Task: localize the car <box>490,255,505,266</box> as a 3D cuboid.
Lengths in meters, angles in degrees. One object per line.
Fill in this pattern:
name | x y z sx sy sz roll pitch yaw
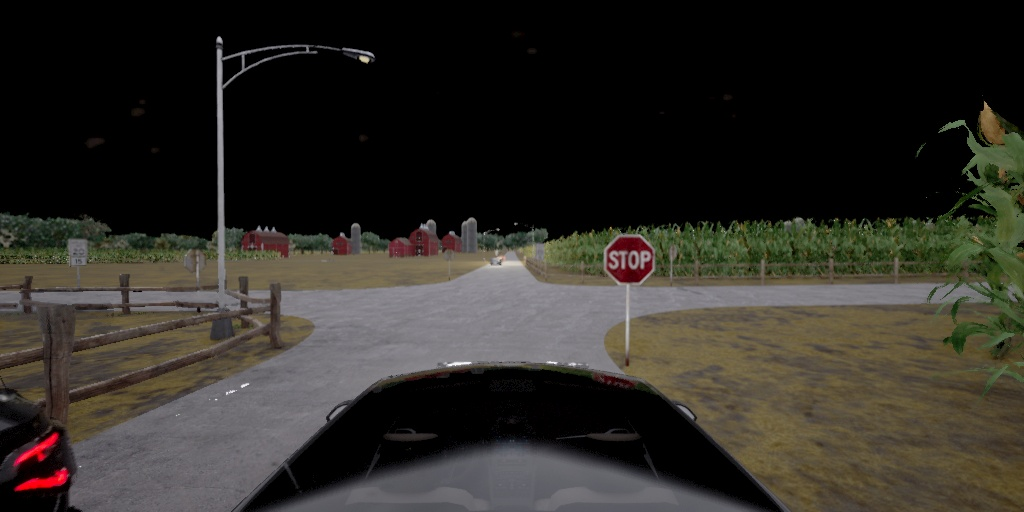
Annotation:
car | -2.651 0.923 59.130 2.128 1.511 4.902 0 1 0
